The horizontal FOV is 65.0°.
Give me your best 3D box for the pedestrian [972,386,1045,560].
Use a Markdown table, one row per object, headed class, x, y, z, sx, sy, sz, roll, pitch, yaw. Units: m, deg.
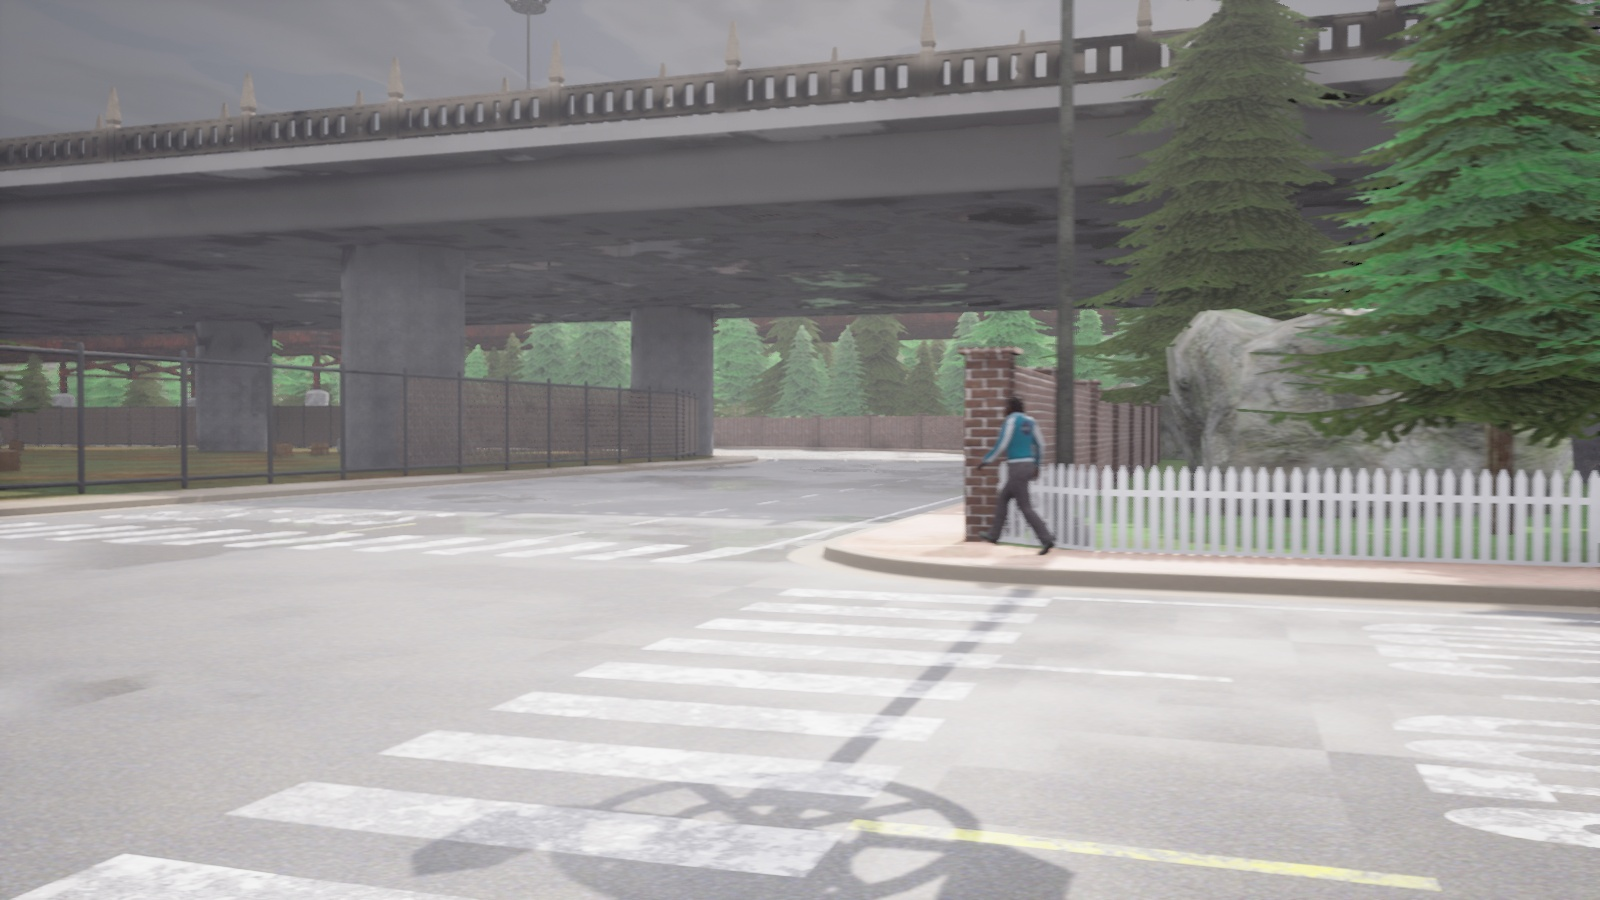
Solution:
| class | x | y | z | sx | sy | sz | roll | pitch | yaw |
| --- | --- | --- | --- | --- | --- | --- | --- | --- | --- |
| pedestrian | 2.369 | 0.251 | 14.284 | 0.396 | 1.930 | 0.692 | 0 | 1 | -45 |
